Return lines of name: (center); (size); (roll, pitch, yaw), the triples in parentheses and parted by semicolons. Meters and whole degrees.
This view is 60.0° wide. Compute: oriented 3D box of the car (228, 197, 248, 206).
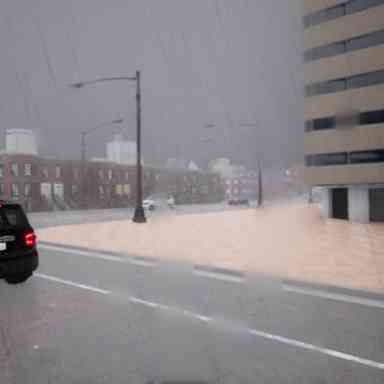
car: (8.138, 1.632, 58.543); (1.882, 1.535, 5.008); (-1, -1, 37)

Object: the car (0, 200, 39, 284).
car: (-6.094, 1.216, 8.309); (5.566, 2.045, 2.150); (0, 0, 36)

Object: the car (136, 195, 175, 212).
car: (-4.530, 1.384, 41.819); (2.150, 2.045, 5.566); (-1, -1, 37)
